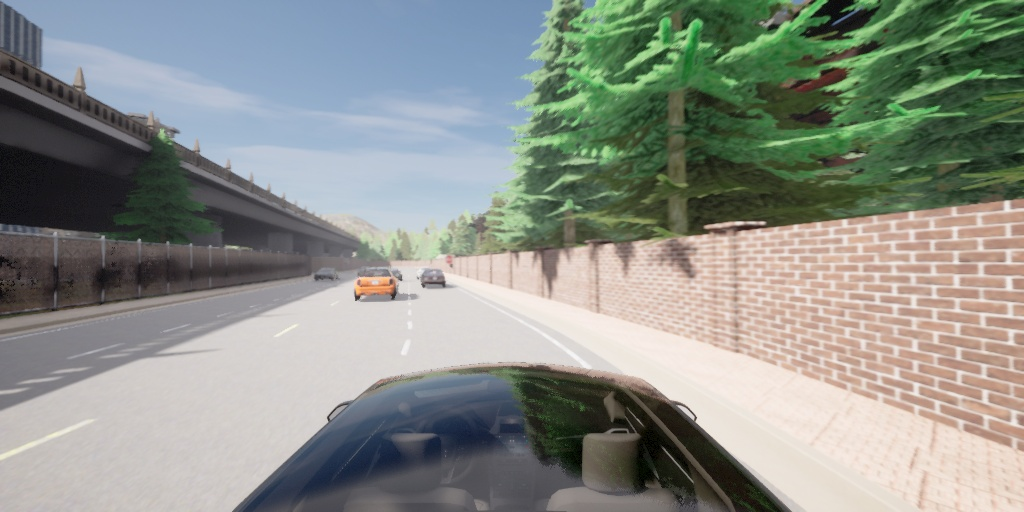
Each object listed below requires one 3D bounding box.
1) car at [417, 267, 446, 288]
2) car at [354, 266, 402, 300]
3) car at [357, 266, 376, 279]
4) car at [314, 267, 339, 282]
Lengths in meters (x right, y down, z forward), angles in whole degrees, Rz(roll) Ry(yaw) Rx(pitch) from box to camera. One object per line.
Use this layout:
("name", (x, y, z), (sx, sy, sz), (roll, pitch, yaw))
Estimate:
("car", (-6.412, 1.760, 29.088), (2.033, 1.411, 5.357), (0, -1, -16))
("car", (-7.695, 1.460, 20.696), (2.097, 1.767, 4.553), (0, -1, -16))
("car", (-19.101, 2.120, 47.184), (1.837, 1.490, 4.892), (0, -1, -16))
("car", (-20.810, 2.043, 40.376), (1.837, 1.490, 4.892), (0, -1, -16))
